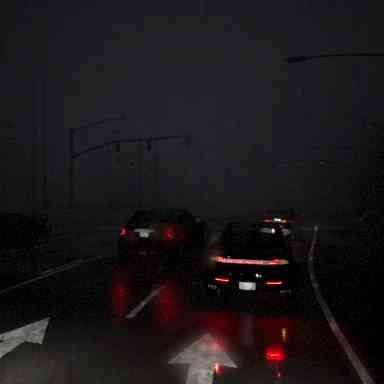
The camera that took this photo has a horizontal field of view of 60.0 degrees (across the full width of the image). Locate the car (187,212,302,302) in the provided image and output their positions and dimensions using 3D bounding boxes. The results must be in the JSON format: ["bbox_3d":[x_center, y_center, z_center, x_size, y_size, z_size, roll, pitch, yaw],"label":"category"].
[{"bbox_3d":[1.564,1.492,8.392,2.128,1.511,4.902,0,0,13],"label":"car"}]

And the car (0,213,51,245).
[{"bbox_3d":[-8.160,1.548,13.372,2.033,1.411,5.357,0,0,18],"label":"car"}]

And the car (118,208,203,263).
[{"bbox_3d":[-0.819,1.351,12.312,2.097,1.767,4.553,0,0,18],"label":"car"}]

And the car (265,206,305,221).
[{"bbox_3d":[4.647,1.505,17.268,1.837,1.490,4.892,0,0,21],"label":"car"}]
